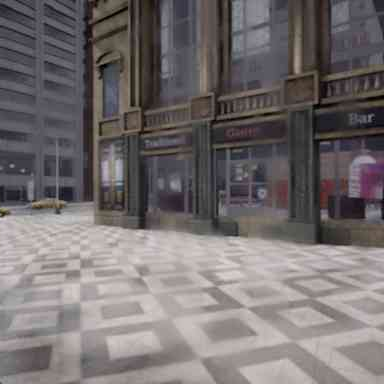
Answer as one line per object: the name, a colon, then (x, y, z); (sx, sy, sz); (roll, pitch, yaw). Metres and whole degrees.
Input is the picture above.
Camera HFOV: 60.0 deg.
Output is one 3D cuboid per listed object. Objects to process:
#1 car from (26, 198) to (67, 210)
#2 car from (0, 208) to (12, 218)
car: (-17.911, 1.402, 41.099); (1.752, 1.417, 4.829); (1, 1, 36)
car: (-17.417, 1.542, 27.198); (1.752, 1.417, 4.829); (1, 1, 36)
